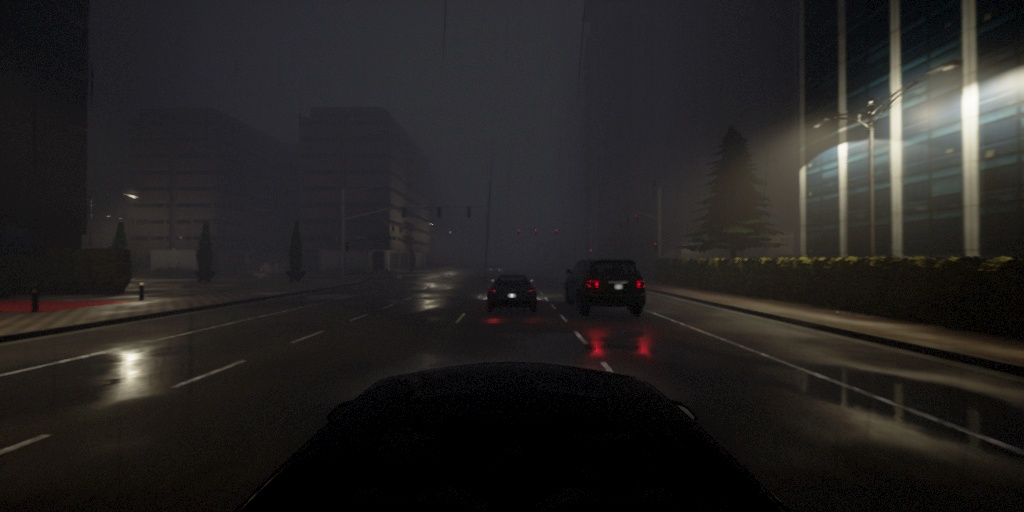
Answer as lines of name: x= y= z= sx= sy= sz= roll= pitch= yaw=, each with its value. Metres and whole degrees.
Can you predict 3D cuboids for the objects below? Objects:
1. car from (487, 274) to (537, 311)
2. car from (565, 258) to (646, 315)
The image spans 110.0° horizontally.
car: x=0.013 y=1.461 z=15.299 sx=1.994 sy=1.385 sz=4.181 roll=0 pitch=-1 yaw=0
car: x=3.505 y=1.112 z=14.411 sx=2.150 sy=2.045 sz=5.566 roll=0 pitch=0 yaw=0
